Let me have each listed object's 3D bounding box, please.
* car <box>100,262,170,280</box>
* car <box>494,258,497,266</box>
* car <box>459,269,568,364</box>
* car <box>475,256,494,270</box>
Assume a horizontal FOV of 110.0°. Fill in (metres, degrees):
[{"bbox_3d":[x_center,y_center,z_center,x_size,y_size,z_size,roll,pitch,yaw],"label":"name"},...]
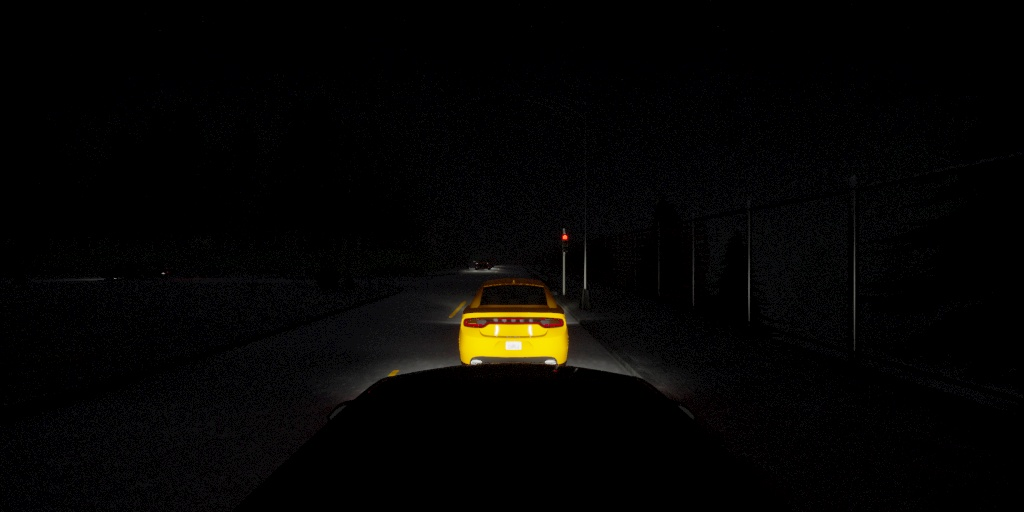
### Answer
[{"bbox_3d":[-32.739,1.255,31.187,4.892,1.490,1.837,0,0,0],"label":"car"},{"bbox_3d":[-4.109,1.351,62.271,1.895,1.301,4.718,0,0,0],"label":"car"},{"bbox_3d":[0.043,1.228,7.991,1.882,1.535,5.008,0,0,0],"label":"car"},{"bbox_3d":[-4.123,1.102,51.959,2.097,1.767,4.553,0,0,0],"label":"car"}]
